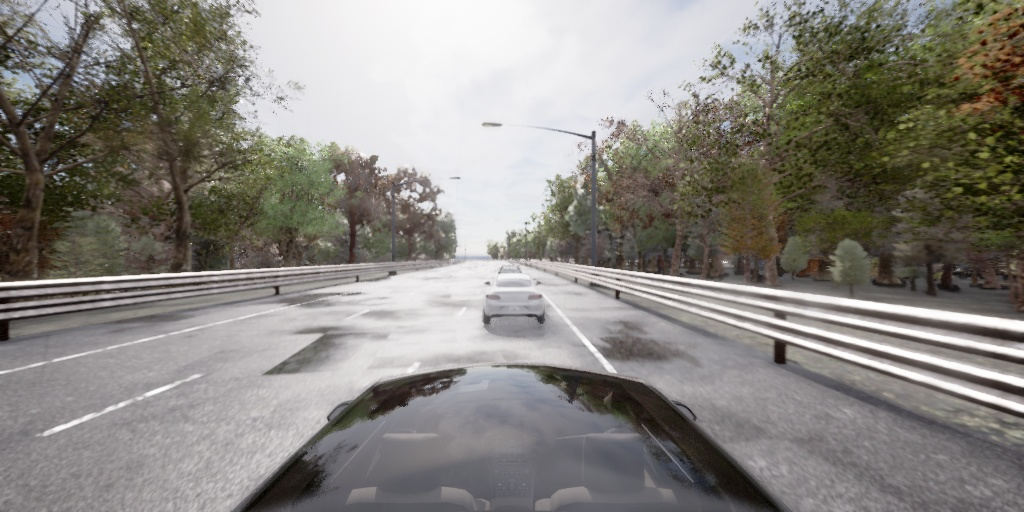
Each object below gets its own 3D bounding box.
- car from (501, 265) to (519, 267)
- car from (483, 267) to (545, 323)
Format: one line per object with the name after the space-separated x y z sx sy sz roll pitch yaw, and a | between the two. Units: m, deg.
-0.177 1.370 29.727 1.895 1.301 4.718 0 0 -1 | car
0.052 1.283 12.045 1.812 1.442 4.674 0 0 0 | car
